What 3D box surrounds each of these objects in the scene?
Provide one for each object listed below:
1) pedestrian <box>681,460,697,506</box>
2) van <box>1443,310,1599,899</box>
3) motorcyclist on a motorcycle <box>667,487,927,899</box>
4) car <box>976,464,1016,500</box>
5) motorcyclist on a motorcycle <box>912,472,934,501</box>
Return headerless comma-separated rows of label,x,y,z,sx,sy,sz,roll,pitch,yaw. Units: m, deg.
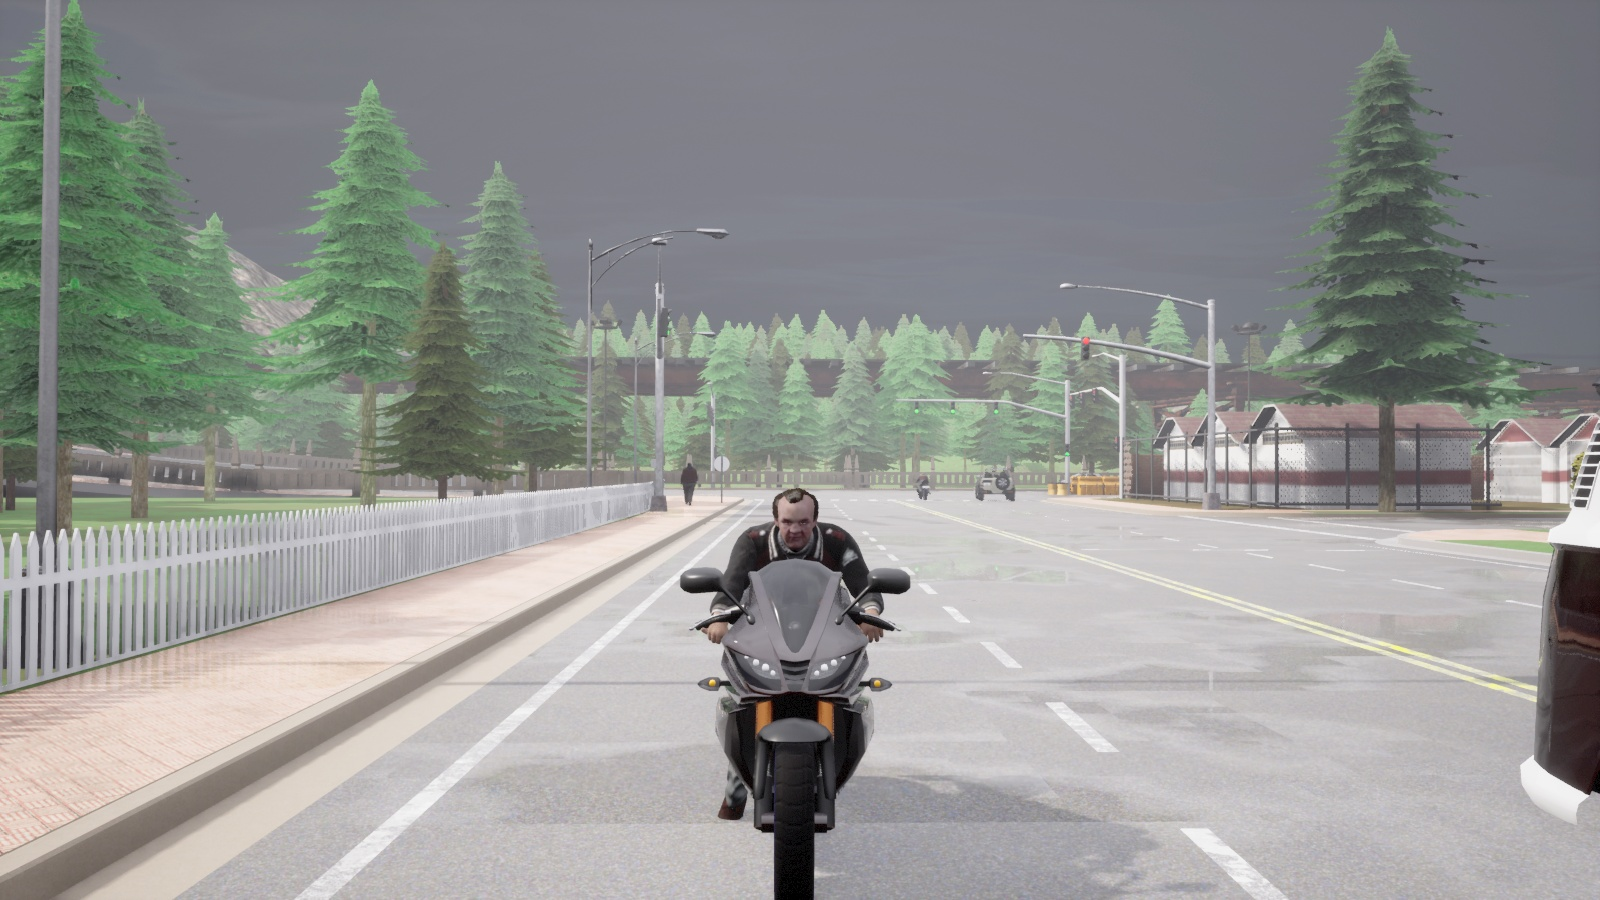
pedestrian,-4.502,1.343,50.841,0.634,1.844,0.899,0,-1,-6
van,3.490,0.566,2.510,2.069,2.038,4.480,0,-1,0
motorcyclist on a motorcycle,-0.013,0.939,5.313,0.866,1.530,2.191,0,-1,0
car,10.623,1.732,68.235,1.932,1.855,4.605,-1,-1,6
motorcyclist on a motorcycle,6.708,1.972,68.589,0.866,1.530,2.191,0,-1,-3
